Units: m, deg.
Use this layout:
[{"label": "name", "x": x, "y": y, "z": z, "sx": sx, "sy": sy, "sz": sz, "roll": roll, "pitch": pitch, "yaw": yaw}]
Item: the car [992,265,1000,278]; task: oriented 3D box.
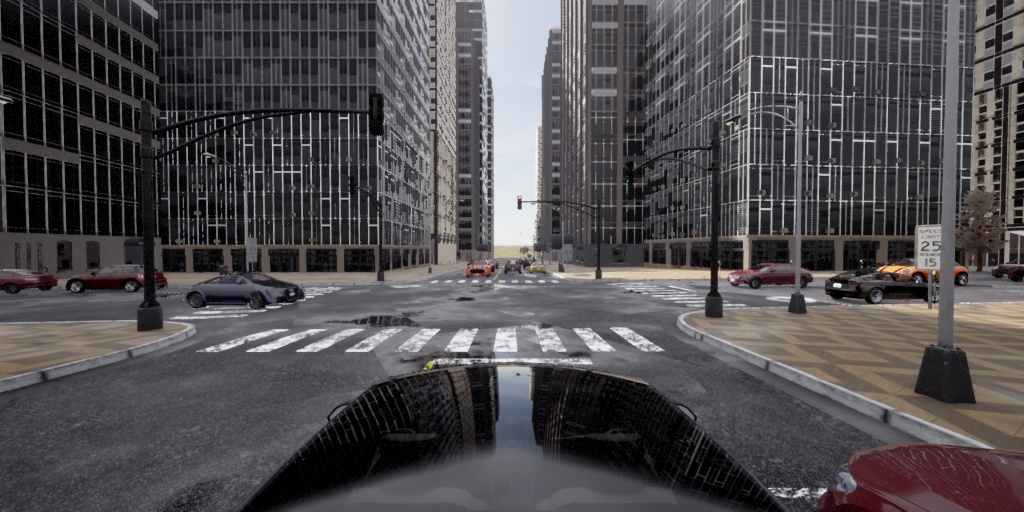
[{"label": "car", "x": 37.693, "y": 0.864, "z": 26.110, "sx": 4.097, "sy": 1.591, "sz": 1.967, "roll": 0, "pitch": 0, "yaw": -5}]

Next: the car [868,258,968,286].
[{"label": "car", "x": 25.339, "y": 0.904, "z": 22.347, "sx": 4.553, "sy": 1.767, "sz": 2.097, "roll": 0, "pitch": 1, "yaw": -5}]

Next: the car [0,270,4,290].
[{"label": "car", "x": -24.825, "y": 1.403, "z": 14.483, "sx": 4.902, "sy": 1.511, "sz": 2.128, "roll": 0, "pitch": 1, "yaw": -5}]

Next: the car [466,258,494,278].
[{"label": "car", "x": -3.112, "y": 1.085, "z": 34.279, "sx": 2.097, "sy": 1.767, "sz": 4.553, "roll": 0, "pitch": 0, "yaw": 0}]

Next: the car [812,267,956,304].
[{"label": "car", "x": 16.124, "y": 1.293, "z": 15.693, "sx": 4.313, "sy": 1.339, "sz": 1.948, "roll": 0, "pitch": 0, "yaw": -5}]

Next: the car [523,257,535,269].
[{"label": "car", "x": 2.709, "y": 1.028, "z": 55.015, "sx": 2.192, "sy": 1.841, "sz": 5.009, "roll": 0, "pitch": 0, "yaw": 0}]

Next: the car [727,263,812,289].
[{"label": "car", "x": 15.392, "y": 1.135, "z": 21.437, "sx": 4.674, "sy": 1.442, "sz": 1.812, "roll": 0, "pitch": 1, "yaw": -5}]

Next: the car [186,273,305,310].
[{"label": "car", "x": -11.085, "y": 1.410, "z": 15.045, "sx": 4.181, "sy": 1.385, "sz": 1.994, "roll": 0, "pitch": 1, "yaw": 6}]

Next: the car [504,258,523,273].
[{"label": "car", "x": 0.090, "y": 1.252, "z": 42.595, "sx": 1.812, "sy": 1.442, "sz": 4.674, "roll": 0, "pitch": 0, "yaw": 0}]

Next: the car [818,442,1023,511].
[{"label": "car", "x": 2.692, "y": 1.333, "z": 0.395, "sx": 1.802, "sy": 1.307, "sz": 4.207, "roll": 0, "pitch": 0, "yaw": 0}]

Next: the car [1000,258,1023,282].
[{"label": "car", "x": 35.348, "y": 0.845, "z": 23.267, "sx": 4.553, "sy": 1.767, "sz": 2.097, "roll": 0, "pitch": 1, "yaw": -5}]

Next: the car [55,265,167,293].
[{"label": "car", "x": -22.579, "y": 1.216, "z": 20.528, "sx": 4.097, "sy": 1.591, "sz": 1.967, "roll": 0, "pitch": 0, "yaw": -5}]

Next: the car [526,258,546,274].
[{"label": "car", "x": 2.805, "y": 1.254, "z": 39.933, "sx": 1.751, "sy": 1.417, "sz": 4.829, "roll": 0, "pitch": 0, "yaw": 0}]

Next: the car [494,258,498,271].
[{"label": "car", "x": -3.116, "y": 1.203, "z": 44.214, "sx": 1.882, "sy": 1.535, "sz": 5.008, "roll": 0, "pitch": 0, "yaw": 0}]

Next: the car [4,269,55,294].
[{"label": "car", "x": -28.204, "y": 1.391, "z": 20.004, "sx": 4.207, "sy": 1.307, "sz": 1.802, "roll": 0, "pitch": 0, "yaw": -5}]
